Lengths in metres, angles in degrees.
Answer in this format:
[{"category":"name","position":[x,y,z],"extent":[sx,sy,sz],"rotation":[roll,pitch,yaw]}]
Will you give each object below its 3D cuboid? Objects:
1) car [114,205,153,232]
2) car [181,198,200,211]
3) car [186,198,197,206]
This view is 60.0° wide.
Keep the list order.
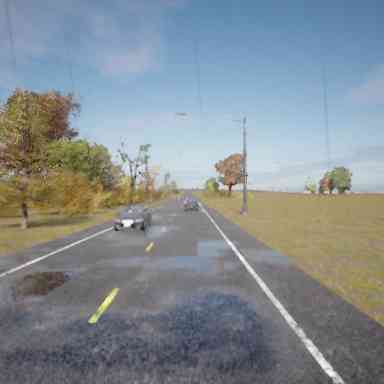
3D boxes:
[{"category":"car","position":[-3.647,1.607,21.204],"extent":[2.128,1.511,4.902],"rotation":[0,0,0]},{"category":"car","position":[-0.015,1.716,44.612],"extent":[2.128,1.511,4.902],"rotation":[0,0,0]},{"category":"car","position":[-0.072,1.879,63.724],"extent":[1.994,1.385,4.181],"rotation":[0,0,0]}]
